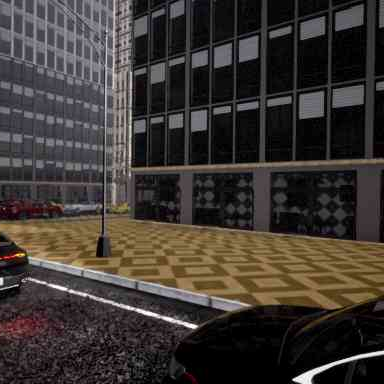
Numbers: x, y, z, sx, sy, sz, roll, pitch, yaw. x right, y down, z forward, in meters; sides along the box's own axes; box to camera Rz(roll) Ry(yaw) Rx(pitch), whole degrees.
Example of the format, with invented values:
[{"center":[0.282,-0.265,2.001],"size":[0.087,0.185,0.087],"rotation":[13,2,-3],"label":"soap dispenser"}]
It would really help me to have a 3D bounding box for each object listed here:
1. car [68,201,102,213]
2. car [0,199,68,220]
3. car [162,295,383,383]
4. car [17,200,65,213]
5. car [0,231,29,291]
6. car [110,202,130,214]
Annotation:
[{"center":[-13.181,1.795,40.699],"size":[1.895,1.301,4.718],"rotation":[1,0,37],"label":"car"},{"center":[-14.173,1.519,29.675],"size":[2.192,1.841,5.009],"rotation":[1,0,37],"label":"car"},{"center":[1.974,1.505,2.267],"size":[4.892,1.490,1.837],"rotation":[0,0,36],"label":"car"},{"center":[-17.636,1.643,39.063],"size":[1.752,1.417,4.829],"rotation":[1,0,37],"label":"car"},{"center":[-5.742,1.500,7.811],"size":[4.892,1.490,1.837],"rotation":[0,0,36],"label":"car"},{"center":[-7.342,1.830,38.862],"size":[1.752,1.417,4.829],"rotation":[1,0,37],"label":"car"}]
